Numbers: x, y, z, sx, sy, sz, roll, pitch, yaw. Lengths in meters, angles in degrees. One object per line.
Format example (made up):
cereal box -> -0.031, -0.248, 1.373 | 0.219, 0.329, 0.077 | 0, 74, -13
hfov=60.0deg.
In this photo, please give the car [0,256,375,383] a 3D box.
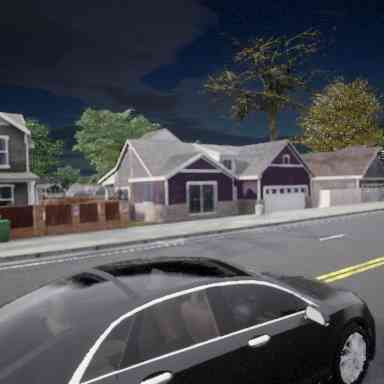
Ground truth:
car -> 0.016, 1.455, 3.459 | 4.892, 1.490, 1.837 | -2, 1, -36
